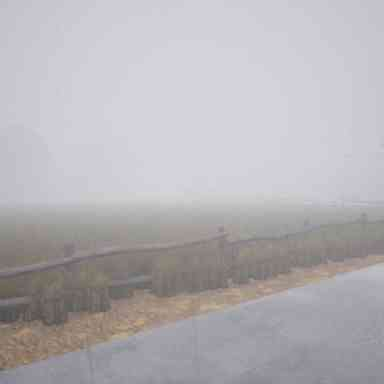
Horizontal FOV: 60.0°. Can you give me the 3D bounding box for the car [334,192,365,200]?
[{"bbox_3d":[33.585,0.930,70.972,2.242,1.667,4.611,-1,0,-37],"label":"car"}]
